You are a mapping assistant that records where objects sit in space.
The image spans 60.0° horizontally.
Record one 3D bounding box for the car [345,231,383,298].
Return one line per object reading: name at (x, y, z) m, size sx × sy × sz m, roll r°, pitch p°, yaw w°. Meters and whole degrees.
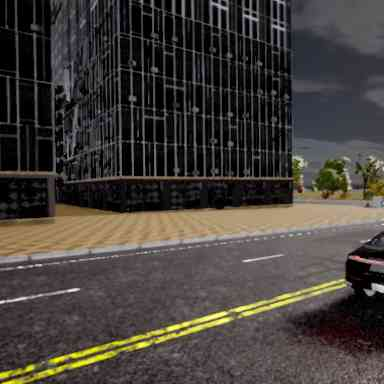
car at (5.325, 1.488, 7.284) m, size 4.902 × 1.511 × 2.128 m, roll 0°, pitch 0°, yaw -35°
